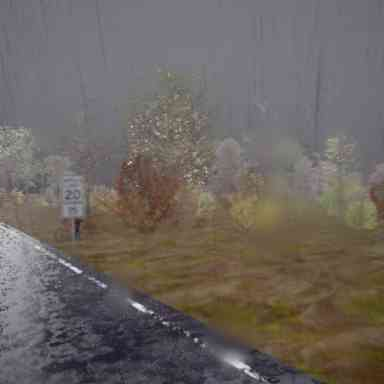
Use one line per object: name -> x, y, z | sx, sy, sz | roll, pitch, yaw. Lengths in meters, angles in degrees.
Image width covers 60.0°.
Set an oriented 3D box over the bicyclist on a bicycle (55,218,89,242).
bicyclist on a bicycle -> -5.874, 1.586, 16.274 | 1.656, 1.620, 0.582 | -2, 0, -36
